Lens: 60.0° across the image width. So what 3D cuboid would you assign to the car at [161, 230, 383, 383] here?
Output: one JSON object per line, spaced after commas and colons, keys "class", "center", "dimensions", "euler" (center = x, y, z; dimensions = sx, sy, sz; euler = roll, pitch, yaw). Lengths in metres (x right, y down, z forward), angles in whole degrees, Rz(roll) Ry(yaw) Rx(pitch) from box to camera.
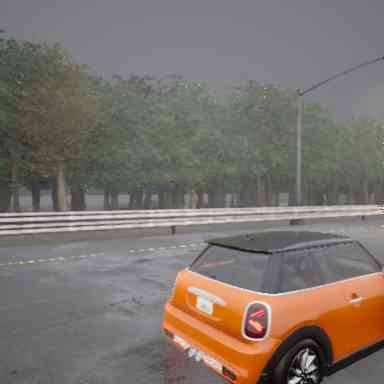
{"class": "car", "center": [1.875, 1.405, 5.211], "dimensions": [4.553, 1.767, 2.097], "euler": [1, 0, -36]}
